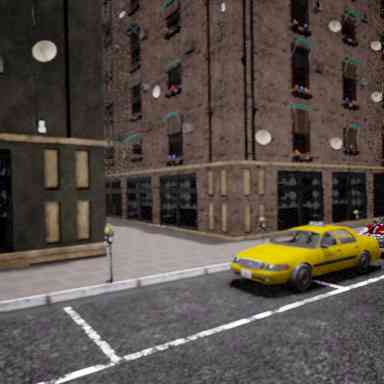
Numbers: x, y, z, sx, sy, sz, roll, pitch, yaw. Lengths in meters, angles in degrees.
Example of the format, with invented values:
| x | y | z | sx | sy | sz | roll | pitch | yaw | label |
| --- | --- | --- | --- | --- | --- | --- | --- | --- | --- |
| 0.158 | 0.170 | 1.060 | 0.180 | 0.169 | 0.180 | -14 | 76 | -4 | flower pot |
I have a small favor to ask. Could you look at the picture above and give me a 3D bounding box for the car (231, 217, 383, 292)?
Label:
| x | y | z | sx | sy | sz | roll | pitch | yaw | label |
| --- | --- | --- | --- | --- | --- | --- | --- | --- | --- |
| 3.175 | 1.492 | 8.840 | 4.829 | 1.417 | 1.752 | 0 | -1 | -35 | car |
